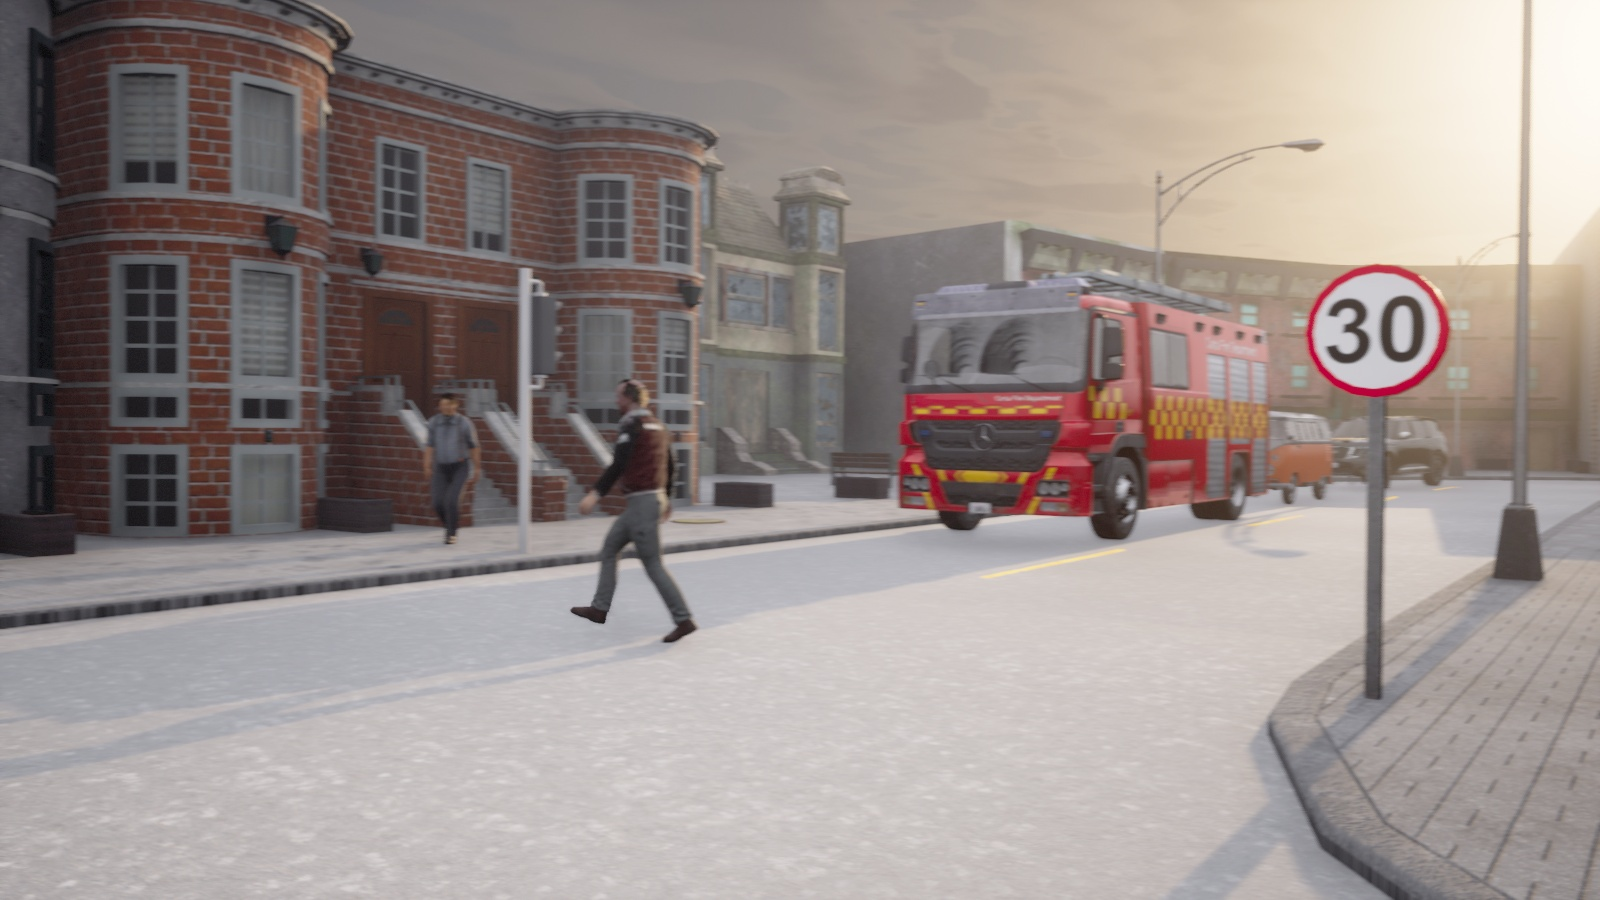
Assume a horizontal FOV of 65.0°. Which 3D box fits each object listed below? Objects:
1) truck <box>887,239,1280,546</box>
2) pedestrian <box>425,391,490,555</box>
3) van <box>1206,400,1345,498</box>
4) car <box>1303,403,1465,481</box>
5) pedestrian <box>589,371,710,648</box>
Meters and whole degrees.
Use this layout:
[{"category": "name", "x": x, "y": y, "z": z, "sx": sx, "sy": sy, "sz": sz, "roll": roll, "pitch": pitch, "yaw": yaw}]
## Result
[{"category": "truck", "x": 4.890, "y": -0.795, "z": 19.907, "sx": 2.891, "sy": 3.827, "sz": 8.468, "roll": 0, "pitch": 1, "yaw": 36}, {"category": "pedestrian", "x": -3.957, "y": 0.254, "z": 14.551, "sx": 0.540, "sy": 1.848, "sz": 0.694, "roll": -1, "pitch": 1, "yaw": 0}, {"category": "van", "x": 10.595, "y": -0.059, "z": 27.791, "sx": 1.775, "sy": 1.987, "sz": 4.442, "roll": 0, "pitch": 1, "yaw": 36}, {"category": "car", "x": 16.900, "y": -0.295, "z": 36.213, "sx": 5.566, "sy": 2.045, "sz": 2.150, "roll": -2, "pitch": 2, "yaw": -41}, {"category": "pedestrian", "x": -1.034, "y": 0.400, "z": 8.668, "sx": 0.720, "sy": 1.854, "sz": 0.376, "roll": 0, "pitch": 1, "yaw": 16}]
